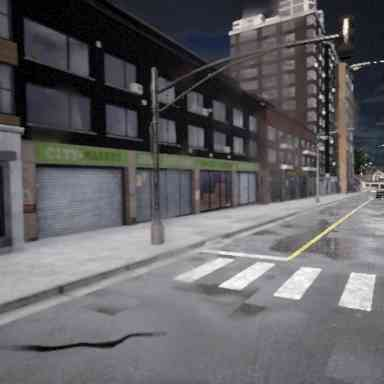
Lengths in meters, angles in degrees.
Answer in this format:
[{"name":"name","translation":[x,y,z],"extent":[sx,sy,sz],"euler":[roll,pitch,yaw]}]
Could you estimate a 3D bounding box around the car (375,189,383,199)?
[{"name":"car","translation":[27.525,0.278,47.840],"extent":[1.837,1.490,4.892],"euler":[0,1,31]}]
